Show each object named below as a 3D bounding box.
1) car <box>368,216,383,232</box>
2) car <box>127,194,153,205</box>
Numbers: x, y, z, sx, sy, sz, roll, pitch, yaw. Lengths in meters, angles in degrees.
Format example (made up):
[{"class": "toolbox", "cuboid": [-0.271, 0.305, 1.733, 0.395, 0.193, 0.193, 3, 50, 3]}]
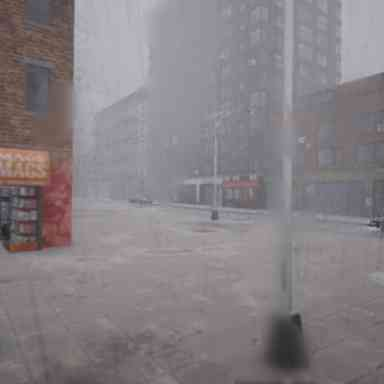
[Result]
[{"class": "car", "cuboid": [12.020, 1.527, 16.883, 2.033, 1.411, 5.357, 1, 1, -35]}, {"class": "car", "cuboid": [-6.844, 0.947, 43.678, 2.128, 1.511, 4.902, 1, 0, -35]}]
